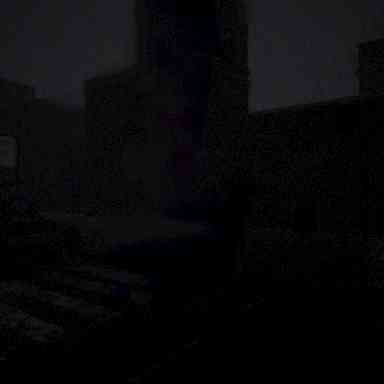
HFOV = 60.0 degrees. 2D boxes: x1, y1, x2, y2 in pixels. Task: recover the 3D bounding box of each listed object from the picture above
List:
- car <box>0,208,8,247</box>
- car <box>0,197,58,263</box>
[{"bbox_3d":[-9.958,1.457,12.459,2.231,1.521,4.892,0,0,36],"label":"car"},{"bbox_3d":[-7.709,1.210,10.826,2.435,2.045,5.566,0,0,36],"label":"car"}]
